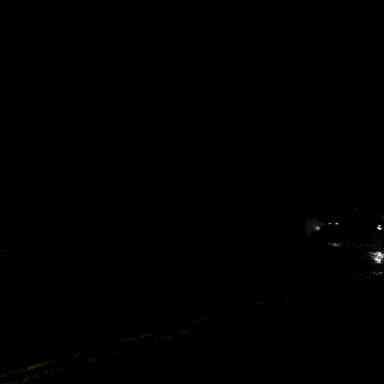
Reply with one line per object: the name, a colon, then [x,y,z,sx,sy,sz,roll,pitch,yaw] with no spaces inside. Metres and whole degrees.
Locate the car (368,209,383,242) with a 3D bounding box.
car: [10.197,1.481,14.945,4.892,1.490,1.837,0,0,-35]

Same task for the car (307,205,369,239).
car: [8.020,1.468,17.383,4.902,1.511,2.128,0,0,-35]
